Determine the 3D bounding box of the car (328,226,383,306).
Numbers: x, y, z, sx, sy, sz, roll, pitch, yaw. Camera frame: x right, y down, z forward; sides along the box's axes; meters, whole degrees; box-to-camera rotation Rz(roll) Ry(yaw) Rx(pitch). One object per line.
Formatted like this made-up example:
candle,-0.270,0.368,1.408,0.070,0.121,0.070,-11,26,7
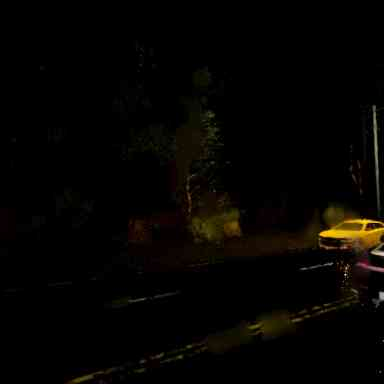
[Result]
car,5.338,1.610,7.043,4.902,1.511,2.128,1,-1,-35

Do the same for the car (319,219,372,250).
car,8.735,2.230,17.551,5.008,1.535,1.882,1,-3,-34

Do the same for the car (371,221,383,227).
car,10.791,1.827,15.040,5.566,2.045,2.150,1,-3,-34
